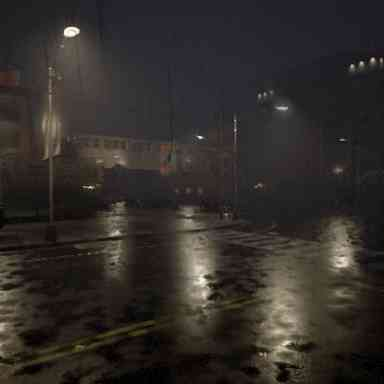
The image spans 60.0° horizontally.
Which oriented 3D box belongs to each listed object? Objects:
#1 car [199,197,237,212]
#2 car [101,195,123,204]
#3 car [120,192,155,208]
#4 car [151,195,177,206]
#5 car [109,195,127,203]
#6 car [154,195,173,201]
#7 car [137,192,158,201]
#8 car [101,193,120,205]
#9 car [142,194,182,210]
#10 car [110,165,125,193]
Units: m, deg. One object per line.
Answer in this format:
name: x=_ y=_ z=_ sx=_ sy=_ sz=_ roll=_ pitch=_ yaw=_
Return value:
car: x=2.701 y=1.330 z=35.263 sx=1.837 sy=1.490 sz=4.892 roll=-1 pitch=4 yaw=-35
car: x=-14.249 y=1.306 z=59.335 sx=2.128 sy=1.511 sz=4.902 roll=-1 pitch=1 yaw=-36
car: x=-7.196 y=1.198 z=44.058 sx=2.185 sy=1.767 sz=4.553 roll=-1 pitch=0 yaw=-35
car: x=-4.424 y=1.295 z=51.349 sx=1.837 sy=1.490 sz=4.892 roll=-1 pitch=0 yaw=-35
car: x=-14.904 y=1.346 z=66.600 sx=1.812 sy=1.442 sz=4.674 roll=-1 pitch=0 yaw=-34
car: x=-6.101 y=1.302 z=71.700 sx=1.895 sy=1.301 sz=4.718 roll=-1 pitch=0 yaw=-35
car: x=-10.387 y=0.937 z=77.728 sx=2.435 sy=2.045 sz=5.566 roll=-1 pitch=0 yaw=-35
car: x=-13.353 y=1.327 z=52.901 sx=2.231 sy=1.521 sz=4.892 roll=-1 pitch=0 yaw=-25
car: x=-3.392 y=1.322 z=38.878 sx=2.097 sy=1.535 sz=5.008 roll=-1 pitch=0 yaw=-35
car: x=-12.708 y=-2.128 z=55.766 sx=1.490 sy=4.892 sz=1.837 roll=-1 pitch=-18 yaw=24
